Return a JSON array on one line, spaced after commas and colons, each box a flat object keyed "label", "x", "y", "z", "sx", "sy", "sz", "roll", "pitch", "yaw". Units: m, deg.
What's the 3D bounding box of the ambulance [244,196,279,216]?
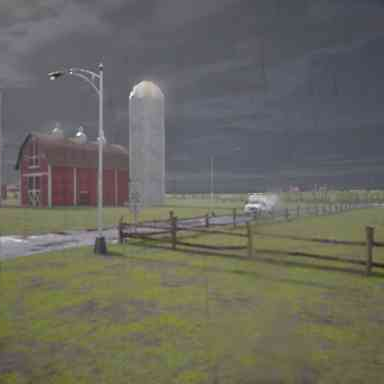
[{"label": "ambulance", "x": 8.733, "y": 1.697, "z": 41.761, "sx": 2.351, "sy": 2.431, "sz": 6.366, "roll": -1, "pitch": -1, "yaw": 35}]
